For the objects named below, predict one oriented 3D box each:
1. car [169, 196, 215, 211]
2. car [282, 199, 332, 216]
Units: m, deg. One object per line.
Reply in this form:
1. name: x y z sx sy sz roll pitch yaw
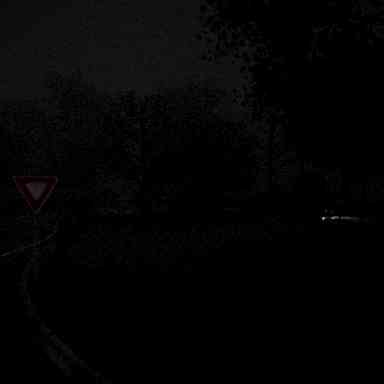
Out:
1. car: 0.019 1.199 35.212 4.892 1.490 1.837 -1 1 -7
2. car: 9.691 1.301 28.294 1.994 1.385 4.181 0 0 -31
